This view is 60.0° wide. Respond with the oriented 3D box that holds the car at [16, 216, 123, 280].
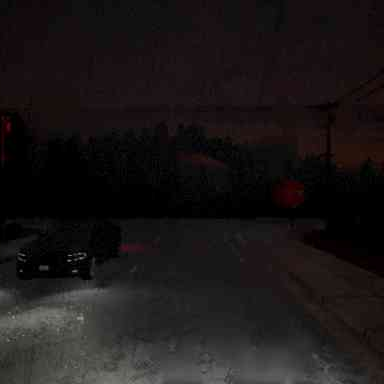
[{"bbox_3d":[-3.524,1.577,10.451,1.882,1.535,5.008,0,-1,0],"label":"car"}]
